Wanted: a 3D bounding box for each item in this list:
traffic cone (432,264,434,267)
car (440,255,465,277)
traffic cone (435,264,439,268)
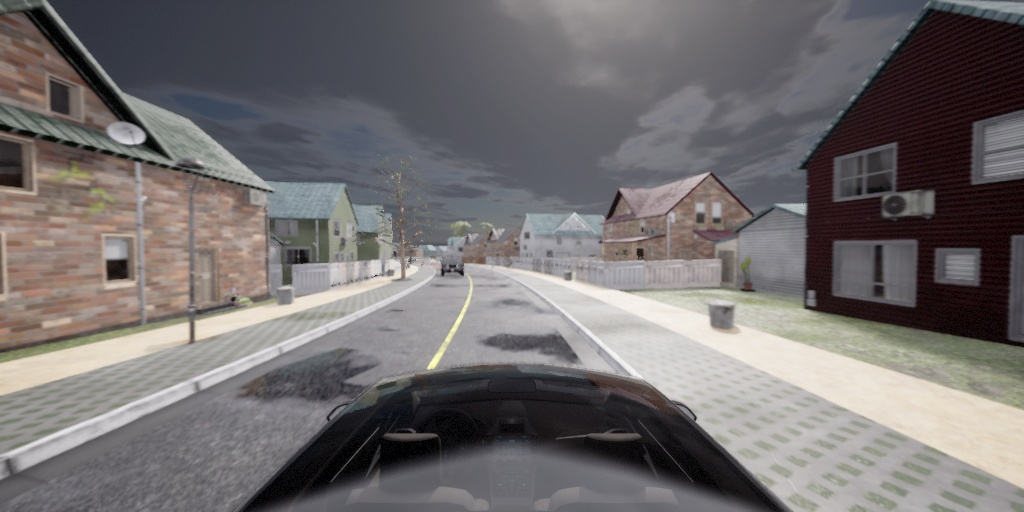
[{"bbox_3d":[-12.864,1.629,60.417,0.340,0.580,0.340,0,0,-17],"label":"traffic cone"},{"bbox_3d":[-5.786,0.892,34.857,2.150,2.045,5.566,0,0,-10],"label":"car"},{"bbox_3d":[-11.460,1.626,55.680,0.340,0.580,0.340,0,0,-16],"label":"traffic cone"}]
